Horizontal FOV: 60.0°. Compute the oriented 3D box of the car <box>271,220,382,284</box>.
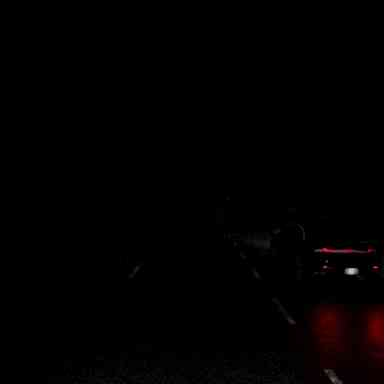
[{"bbox_3d":[3.675,1.595,9.958,2.128,1.511,4.902,0,0,1],"label":"car"}]
